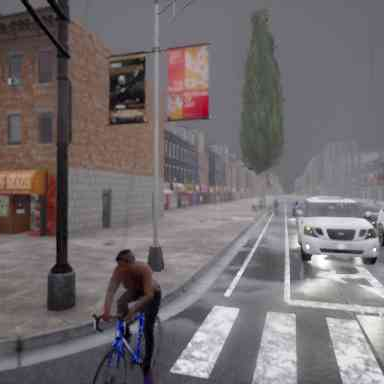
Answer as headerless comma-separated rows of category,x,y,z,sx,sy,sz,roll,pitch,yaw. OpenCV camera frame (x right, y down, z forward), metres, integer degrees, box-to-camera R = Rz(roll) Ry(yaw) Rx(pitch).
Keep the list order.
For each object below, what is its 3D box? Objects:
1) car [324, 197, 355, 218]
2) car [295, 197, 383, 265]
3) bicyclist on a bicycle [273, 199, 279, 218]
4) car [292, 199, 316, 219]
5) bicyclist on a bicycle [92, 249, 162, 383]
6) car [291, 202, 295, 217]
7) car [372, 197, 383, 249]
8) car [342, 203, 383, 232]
car,13.858,1.370,31.556,2.097,1.767,4.553,0,0,16
car,5.086,1.224,12.260,2.150,2.045,5.566,0,0,16
bicyclist on a bicycle,7.458,1.453,29.540,0.582,1.620,1.656,0,0,17
car,10.321,1.485,30.987,1.882,1.535,5.008,0,0,16
bicyclist on a bicycle,-0.671,1.447,3.760,0.582,1.620,1.656,0,0,17
car,7.714,1.496,21.653,2.128,1.511,4.902,0,0,16
car,8.382,1.234,11.972,2.150,2.045,5.566,0,0,16
car,10.991,1.520,21.289,1.837,1.490,4.892,0,0,16
